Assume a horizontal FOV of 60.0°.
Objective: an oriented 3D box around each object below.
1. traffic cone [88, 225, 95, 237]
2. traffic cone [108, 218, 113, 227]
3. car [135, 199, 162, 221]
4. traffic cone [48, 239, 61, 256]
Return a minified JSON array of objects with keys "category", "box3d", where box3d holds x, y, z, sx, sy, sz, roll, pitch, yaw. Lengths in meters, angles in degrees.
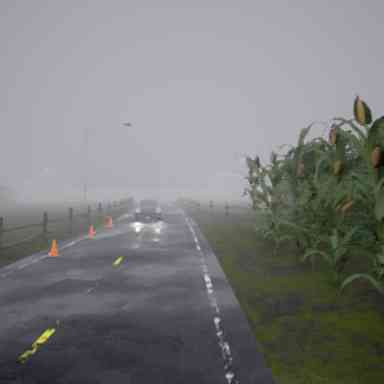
[{"category":"traffic cone","box3d":[-5.089,1.970,16.826,0.340,0.580,0.340,0,0,-2]},{"category":"traffic cone","box3d":[-5.324,1.973,21.792,0.340,0.580,0.340,0,0,-3]},{"category":"car","box3d":[-3.513,1.371,27.144,2.097,1.767,4.553,0,0,-6]},{"category":"traffic cone","box3d":[-4.911,1.967,11.857,0.340,0.580,0.340,0,0,-2]}]
